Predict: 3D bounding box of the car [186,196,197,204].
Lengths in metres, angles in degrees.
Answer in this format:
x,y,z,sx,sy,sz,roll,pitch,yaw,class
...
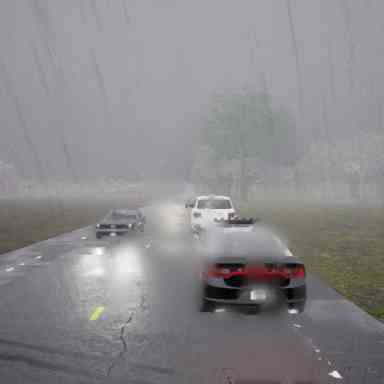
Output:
x,y,z,sx,sy,sz,roll,pitch,yaw,class
-0.058,1.482,60.432,1.895,1.301,4.718,0,0,0,car

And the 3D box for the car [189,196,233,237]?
x,y,z,sx,sy,sz,roll,pitch,yaw,class
1.034,1.213,17.732,2.150,2.045,5.566,0,0,0,car

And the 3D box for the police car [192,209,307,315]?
x,y,z,sx,sy,sz,roll,pitch,yaw,class
1.043,1.421,7.811,1.930,1.638,5.238,0,0,0,police car

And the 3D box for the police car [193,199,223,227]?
x,y,z,sx,sy,sz,roll,pitch,yaw,class
1.028,1.407,23.814,1.930,1.638,5.238,0,0,0,police car

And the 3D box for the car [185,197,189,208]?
x,y,z,sx,sy,sz,roll,pitch,yaw,class
-0.002,1.480,45.574,2.033,1.411,5.357,0,0,1,car

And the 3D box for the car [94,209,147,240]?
x,y,z,sx,sy,sz,roll,pitch,yaw,class
-3.518,1.590,17.069,1.895,1.301,4.718,0,0,0,car
